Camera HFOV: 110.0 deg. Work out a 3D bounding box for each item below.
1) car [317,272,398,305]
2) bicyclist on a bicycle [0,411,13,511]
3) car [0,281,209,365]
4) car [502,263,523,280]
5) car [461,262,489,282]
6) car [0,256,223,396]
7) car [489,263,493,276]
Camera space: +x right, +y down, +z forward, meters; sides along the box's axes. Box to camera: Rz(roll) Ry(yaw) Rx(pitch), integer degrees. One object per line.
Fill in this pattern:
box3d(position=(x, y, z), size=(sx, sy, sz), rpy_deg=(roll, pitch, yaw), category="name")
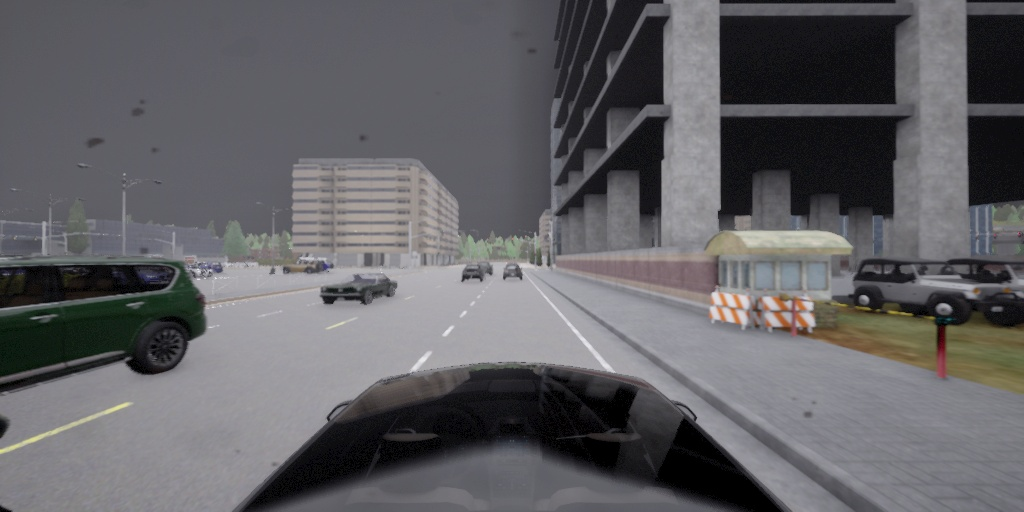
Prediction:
box3d(position=(-7.033, 1.480, 16.948), size=(1.895, 1.301, 4.718), rpy_deg=(0, -1, 0), category="car")
box3d(position=(-3.337, 1.206, 1.906), size=(1.656, 1.620, 0.582), rpy_deg=(-2, 0, 0), category="bicyclist on a bicycle")
box3d(position=(-10.585, 1.413, 9.015), size=(1.895, 1.301, 4.718), rpy_deg=(0, 0, 0), category="car")
box3d(position=(0.077, 1.559, 35.319), size=(1.812, 1.442, 4.674), rpy_deg=(0, 0, 0), category="car")
box3d(position=(-3.431, 1.516, 32.547), size=(1.837, 1.490, 4.892), rpy_deg=(0, 0, 0), category="car")
box3d(position=(-7.106, 1.000, 4.754), size=(2.150, 2.045, 5.566), rpy_deg=(0, -1, 0), category="car")
box3d(position=(-3.451, 1.463, 44.467), size=(2.097, 1.767, 4.553), rpy_deg=(0, 0, 0), category="car")
